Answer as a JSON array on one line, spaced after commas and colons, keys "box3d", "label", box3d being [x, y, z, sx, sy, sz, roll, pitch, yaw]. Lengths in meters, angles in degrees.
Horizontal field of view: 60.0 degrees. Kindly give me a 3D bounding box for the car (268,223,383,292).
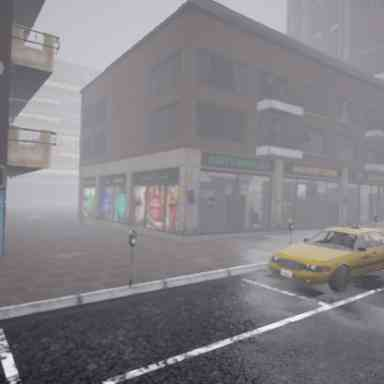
[{"box3d": [4.138, 1.555, 9.020, 4.829, 1.417, 1.752, 0, 2, -35], "label": "car"}]
